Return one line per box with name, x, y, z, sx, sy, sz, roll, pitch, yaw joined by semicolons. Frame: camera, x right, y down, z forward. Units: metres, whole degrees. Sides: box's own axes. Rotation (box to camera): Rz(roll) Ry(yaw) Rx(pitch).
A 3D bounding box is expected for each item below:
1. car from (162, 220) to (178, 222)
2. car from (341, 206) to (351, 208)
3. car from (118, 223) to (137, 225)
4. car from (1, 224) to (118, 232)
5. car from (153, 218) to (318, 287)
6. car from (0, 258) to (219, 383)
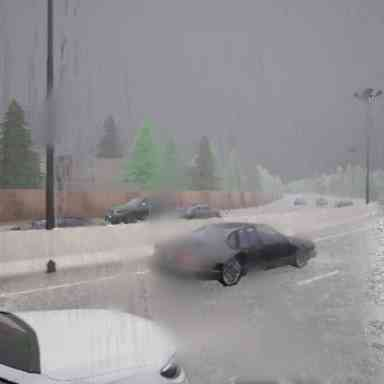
car;-0.043;1.582;22.612;4.902;1.511;2.128;0;0;-45
car;20.864;1.759;45.101;1.895;1.301;4.718;0;0;27
car;-3.458;1.321;24.124;5.566;2.045;2.150;0;0;-44
car;-5.425;1.623;13.296;4.181;1.385;1.994;0;0;-38
car;1.415;1.584;9.485;5.357;1.411;2.033;0;0;-40
car;-2.209;1.538;2.353;4.674;1.442;1.812;0;0;-36
